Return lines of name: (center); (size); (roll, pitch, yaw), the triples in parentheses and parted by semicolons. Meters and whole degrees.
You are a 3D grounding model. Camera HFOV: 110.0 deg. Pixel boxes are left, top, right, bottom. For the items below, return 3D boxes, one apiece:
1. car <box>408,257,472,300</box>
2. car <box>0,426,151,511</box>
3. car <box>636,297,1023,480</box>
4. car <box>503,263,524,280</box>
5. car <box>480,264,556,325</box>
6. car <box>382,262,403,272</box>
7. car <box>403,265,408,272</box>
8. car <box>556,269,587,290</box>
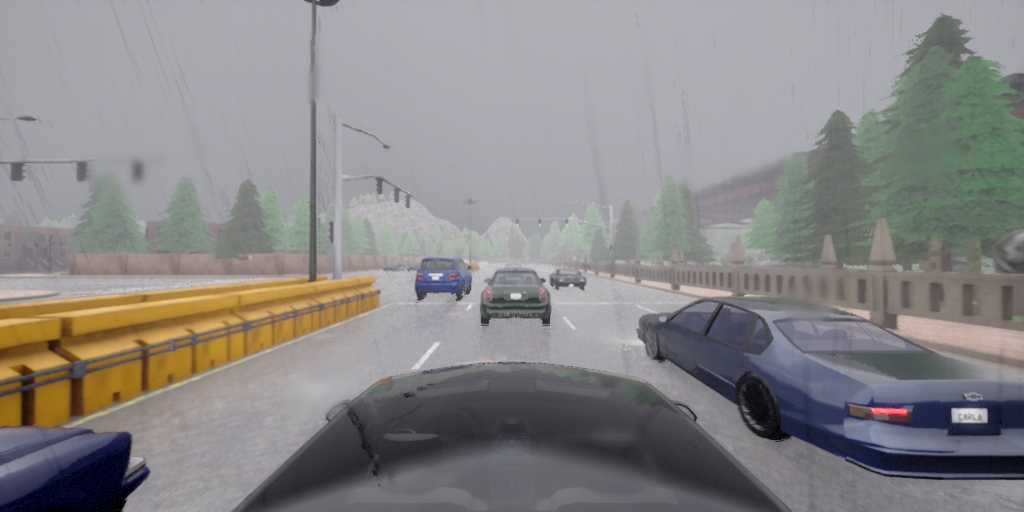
car: (-3.388, 1.093, 18.586); (2.150, 2.045, 5.566); (0, 0, 0)
car: (-3.395, 1.340, 0.250); (1.895, 1.301, 4.718); (0, 0, 0)
car: (3.604, 1.324, 5.335); (2.033, 1.411, 5.357); (0, 0, 0)
car: (0.126, 1.469, 35.042); (1.882, 1.535, 5.008); (0, 0, 0)
car: (0.110, 1.178, 12.311); (2.097, 1.767, 4.553); (0, 0, 0)
car: (-17.526, 1.671, 53.480); (2.033, 1.411, 5.357); (0, 0, 0)
car: (-14.031, 1.625, 52.964); (1.837, 1.490, 4.892); (0, 0, 0)
car: (3.617, 1.512, 24.017); (1.895, 1.301, 4.718); (0, 0, 0)
